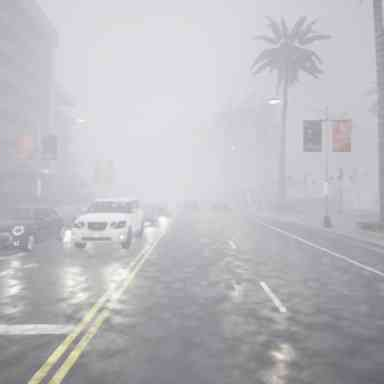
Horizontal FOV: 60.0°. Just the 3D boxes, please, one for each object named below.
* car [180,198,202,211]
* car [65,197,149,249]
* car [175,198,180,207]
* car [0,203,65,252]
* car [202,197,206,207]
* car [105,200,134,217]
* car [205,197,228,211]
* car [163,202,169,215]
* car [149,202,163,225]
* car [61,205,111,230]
[{"bbox_3d":[-0.207,1.585,43.012,1.882,1.535,5.008,0,0,-4],"label":"car"},{"bbox_3d":[-3.530,1.259,15.106,2.150,2.045,5.566,0,0,0],"label":"car"},{"bbox_3d":[-1.473,1.681,53.474,2.033,1.411,5.357,0,0,-12],"label":"car"},{"bbox_3d":[-7.043,1.387,13.906,2.097,1.767,4.553,0,0,1],"label":"car"},{"bbox_3d":[2.151,1.610,53.060,1.882,1.535,5.008,0,0,-12],"label":"car"},{"bbox_3d":[-7.004,1.607,32.686,1.812,1.442,4.674,0,0,0],"label":"car"},{"bbox_3d":[3.367,1.599,42.750,2.128,1.511,4.902,0,0,-4],"label":"car"},{"bbox_3d":[-3.505,1.688,34.708,1.895,1.301,4.718,0,0,0],"label":"car"},{"bbox_3d":[-3.520,1.587,24.614,1.812,1.442,4.674,0,0,1],"label":"car"},{"bbox_3d":[-7.039,1.620,22.534,1.994,1.385,4.181,0,0,0],"label":"car"}]
